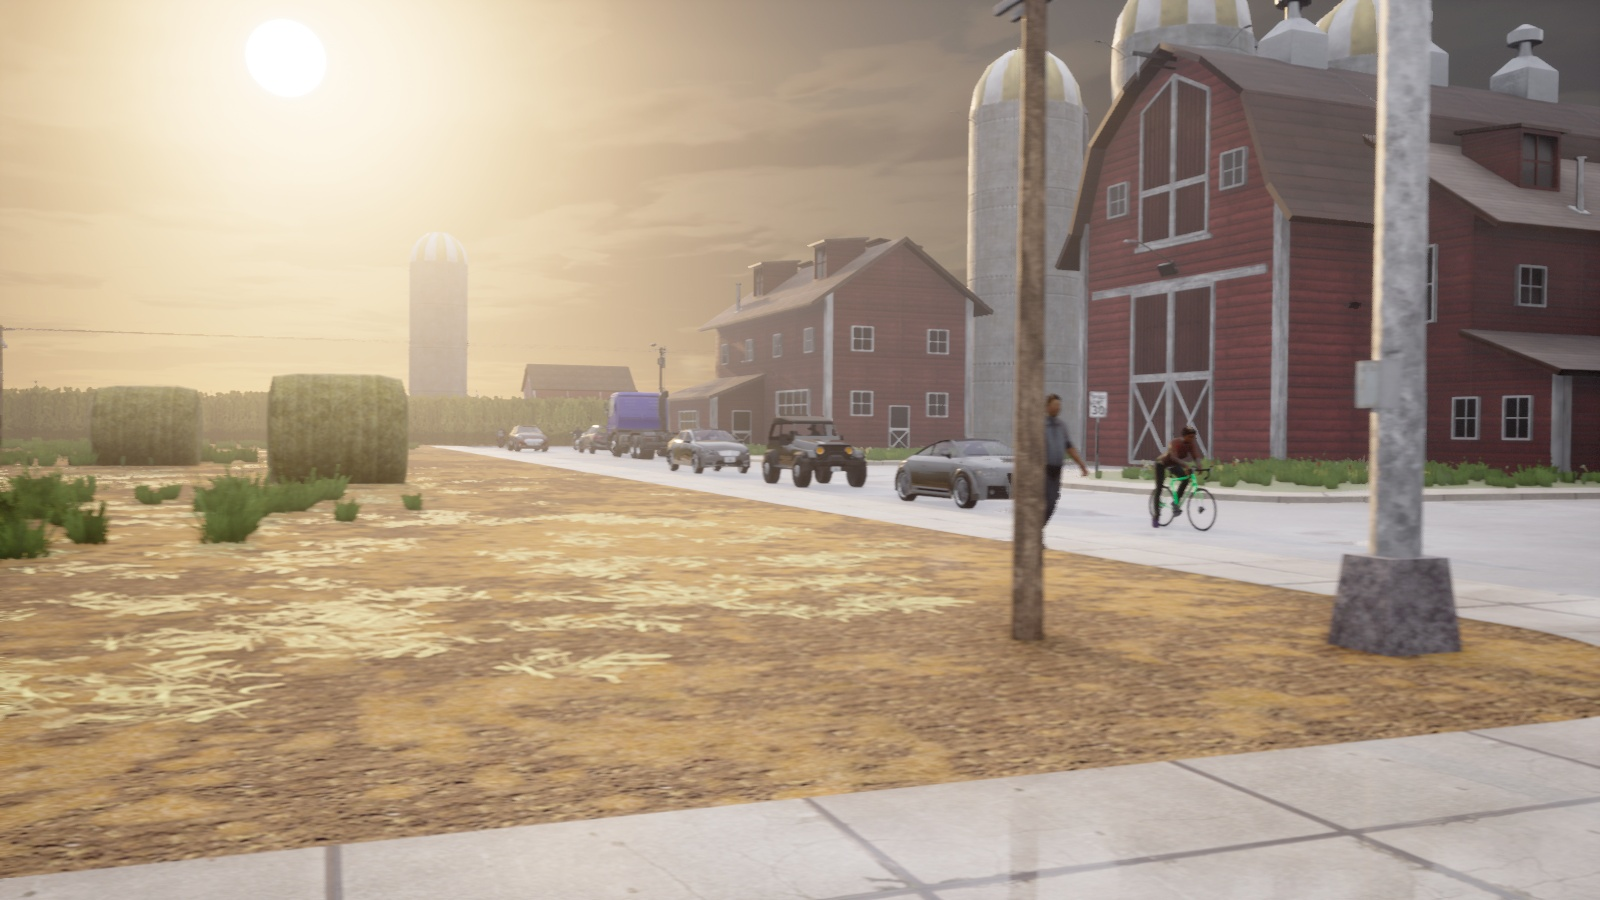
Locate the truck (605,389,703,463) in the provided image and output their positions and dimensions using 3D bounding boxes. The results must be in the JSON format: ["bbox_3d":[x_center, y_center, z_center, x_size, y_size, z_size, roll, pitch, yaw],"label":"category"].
[{"bbox_3d":[-7.467,-1.160,63.159,2.891,3.462,7.936,-1,1,-22],"label":"truck"}]

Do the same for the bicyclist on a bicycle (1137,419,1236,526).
[{"bbox_3d":[6.121,0.325,19.973,0.582,1.620,1.656,-2,1,-22],"label":"bicyclist on a bicycle"}]

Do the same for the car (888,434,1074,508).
[{"bbox_3d":[3.654,0.371,26.123,1.994,1.385,4.181,-1,1,-22],"label":"car"}]

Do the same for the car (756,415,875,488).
[{"bbox_3d":[0.350,0.005,34.346,1.905,1.878,3.866,-1,1,-22],"label":"car"}]

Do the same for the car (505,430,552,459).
[{"bbox_3d":[-16.583,-0.365,76.553,2.033,1.649,4.856,-1,1,-22],"label":"car"}]

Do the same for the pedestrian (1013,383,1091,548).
[{"bbox_3d":[2.900,0.166,14.474,0.540,1.848,0.694,-1,1,-32],"label":"pedestrian"}]

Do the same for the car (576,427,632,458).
[{"bbox_3d":[-11.447,-0.451,73.105,2.242,1.667,4.611,-1,1,-22],"label":"car"}]

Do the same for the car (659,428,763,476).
[{"bbox_3d":[-3.131,0.044,43.004,2.128,1.511,4.902,-2,1,-22],"label":"car"}]
